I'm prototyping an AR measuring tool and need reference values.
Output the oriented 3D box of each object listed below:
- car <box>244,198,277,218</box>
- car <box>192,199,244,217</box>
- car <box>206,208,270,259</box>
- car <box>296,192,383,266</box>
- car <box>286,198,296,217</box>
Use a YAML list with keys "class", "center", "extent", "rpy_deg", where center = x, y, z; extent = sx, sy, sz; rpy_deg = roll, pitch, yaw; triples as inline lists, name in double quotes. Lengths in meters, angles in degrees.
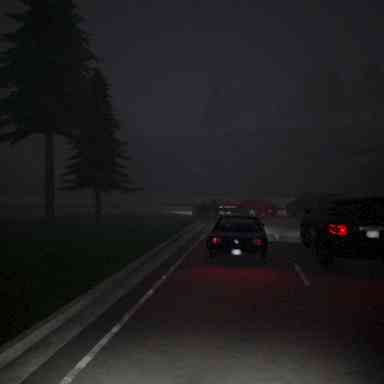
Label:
- class: "car"
  center: [5.001, 1.262, 27.656]
  extent: [1.882, 1.535, 5.008]
  rpy_deg: [0, 1, -23]
- class: "car"
  center: [1.672, 1.281, 26.315]
  extent: [2.128, 1.511, 4.902]
  rpy_deg: [0, 0, -24]
- class: "car"
  center: [1.726, 1.504, 12.225]
  extent: [1.895, 1.301, 4.718]
  rpy_deg: [0, 0, 10]
- class: "car"
  center: [5.094, 1.142, 11.164]
  extent: [2.150, 2.045, 5.566]
  rpy_deg: [0, 1, 10]
- class: "car"
  center: [9.454, 1.033, 25.700]
  extent: [2.150, 2.045, 5.566]
  rpy_deg: [0, 1, -12]
